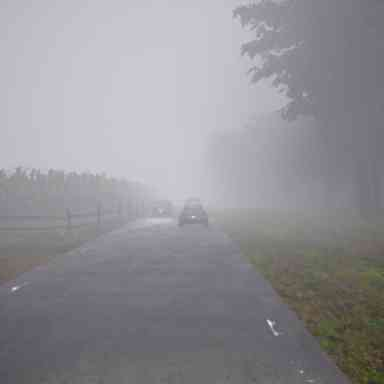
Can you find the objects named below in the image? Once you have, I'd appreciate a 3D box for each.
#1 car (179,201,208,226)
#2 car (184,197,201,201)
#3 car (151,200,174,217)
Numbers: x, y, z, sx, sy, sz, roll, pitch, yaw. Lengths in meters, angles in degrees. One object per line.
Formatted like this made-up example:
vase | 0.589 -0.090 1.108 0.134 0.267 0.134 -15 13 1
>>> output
car | 0.093 1.584 23.395 1.994 1.385 4.181 0 0 0
car | 0.088 1.417 39.895 2.097 1.767 4.553 0 0 0
car | -2.799 1.531 32.426 2.128 1.511 4.902 0 0 0
